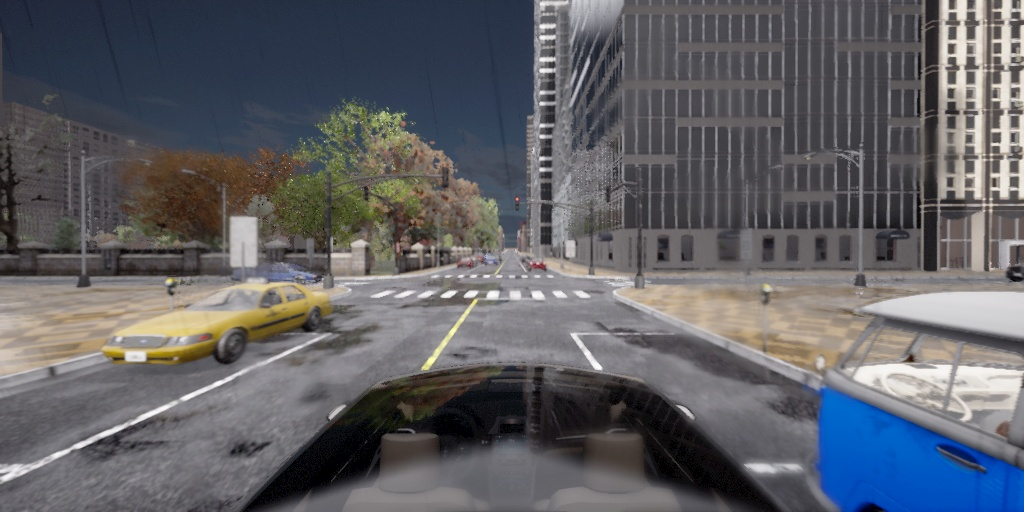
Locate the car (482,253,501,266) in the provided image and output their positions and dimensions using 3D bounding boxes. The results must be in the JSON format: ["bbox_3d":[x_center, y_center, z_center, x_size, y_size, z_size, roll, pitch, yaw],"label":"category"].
[{"bbox_3d":[-3.083,0.713,53.825,1.812,1.442,4.674,0,1,0],"label":"car"}]

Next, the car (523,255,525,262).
[{"bbox_3d":[2.678,0.854,44.531,1.948,1.339,4.313,0,0,0],"label":"car"}]

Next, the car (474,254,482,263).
[{"bbox_3d":[-5.705,0.777,50.209,2.007,1.370,4.403,0,0,0],"label":"car"}]

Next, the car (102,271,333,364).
[{"bbox_3d":[-5.821,1.206,7.958,1.751,1.417,4.829,0,0,0],"label":"car"}]

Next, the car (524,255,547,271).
[{"bbox_3d":[2.680,0.789,38.851,1.967,1.591,4.097,0,0,0],"label":"car"}]

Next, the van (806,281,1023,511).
[{"bbox_3d":[2.772,1.102,0.728,1.690,1.789,3.998,0,0,0],"label":"van"}]

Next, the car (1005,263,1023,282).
[{"bbox_3d":[32.587,0.953,21.422,4.674,1.442,1.812,0,0,1],"label":"car"}]

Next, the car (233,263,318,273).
[{"bbox_3d":[-14.395,1.115,22.398,5.357,1.411,2.033,0,0,1],"label":"car"}]

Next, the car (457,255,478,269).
[{"bbox_3d":[-5.703,0.833,44.526,1.888,1.381,4.507,0,0,0],"label":"car"}]
